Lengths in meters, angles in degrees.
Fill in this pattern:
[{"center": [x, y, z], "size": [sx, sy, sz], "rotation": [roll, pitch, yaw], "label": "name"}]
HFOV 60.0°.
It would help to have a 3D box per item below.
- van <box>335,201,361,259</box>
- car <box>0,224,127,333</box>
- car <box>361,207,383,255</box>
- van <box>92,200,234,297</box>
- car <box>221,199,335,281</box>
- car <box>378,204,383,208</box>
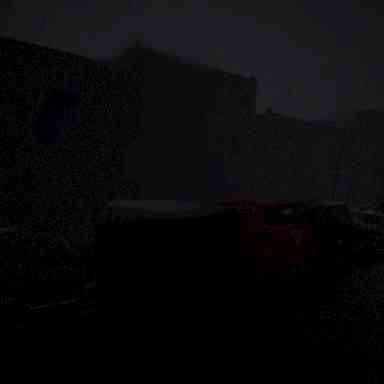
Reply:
[{"center": [3.276, 1.258, 11.913], "size": [1.878, 1.987, 4.442], "rotation": [0, 0, -35], "label": "van"}, {"center": [-3.463, 1.481, 6.983], "size": [2.231, 1.521, 4.892], "rotation": [0, 0, -35], "label": "car"}, {"center": [5.608, 1.486, 13.437], "size": [2.231, 1.521, 4.892], "rotation": [0, 0, -35], "label": "car"}, {"center": [-1.158, 1.256, 8.758], "size": [1.878, 1.987, 4.442], "rotation": [0, 0, -35], "label": "van"}, {"center": [1.059, 1.231, 10.227], "size": [2.435, 2.045, 5.566], "rotation": [0, 0, -35], "label": "car"}, {"center": [7.987, 1.482, 14.894], "size": [1.946, 1.575, 5.366], "rotation": [0, 0, -35], "label": "car"}]
